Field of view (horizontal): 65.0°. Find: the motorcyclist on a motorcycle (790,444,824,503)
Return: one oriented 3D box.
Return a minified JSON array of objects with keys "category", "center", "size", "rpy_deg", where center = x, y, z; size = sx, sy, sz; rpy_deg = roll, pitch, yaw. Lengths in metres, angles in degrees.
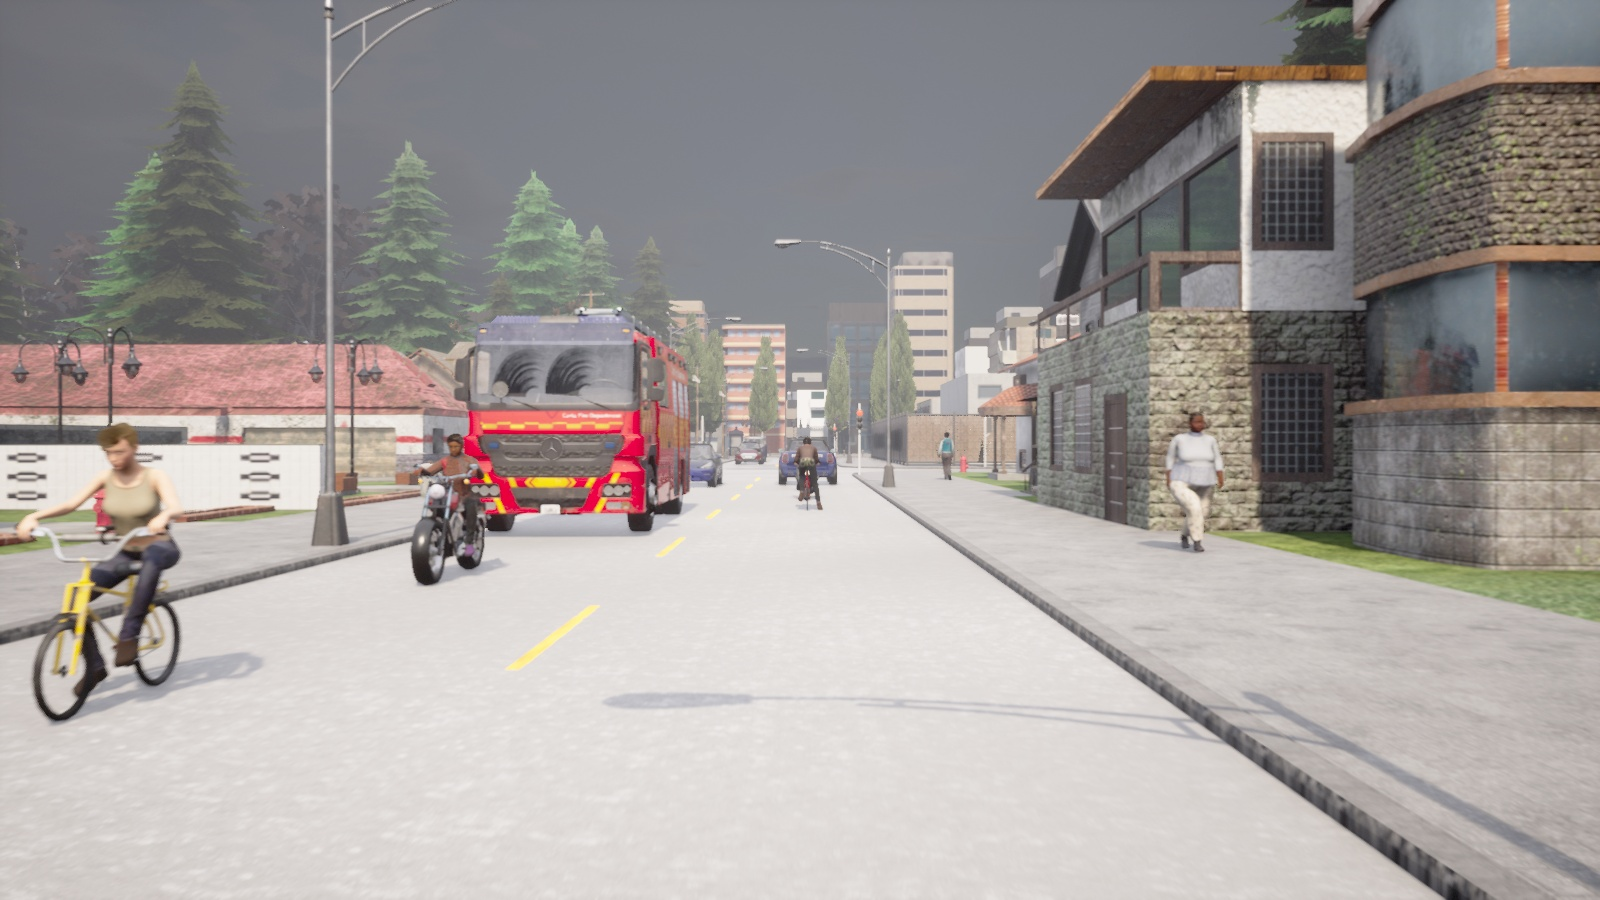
[{"category":"motorcyclist on a motorcycle","center":[0.191,0.594,33.320],"size":[0.866,1.530,2.191],"rpy_deg":[0,0,0]}]

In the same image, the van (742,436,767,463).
[{"category":"van","center":[-3.472,-0.050,96.989],"size":[1.775,1.987,4.442],"rpy_deg":[0,0,0]}]

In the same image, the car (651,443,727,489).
[{"category":"car","center":[-3.756,0.499,43.263],"size":[2.163,1.488,4.792],"rpy_deg":[0,0,0]}]

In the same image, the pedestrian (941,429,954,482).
[{"category":"pedestrian","center":[5.481,0.197,46.746],"size":[0.396,1.930,0.692],"rpy_deg":[0,0,0]}]

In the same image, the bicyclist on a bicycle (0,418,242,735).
[{"category":"bicyclist on a bicycle","center":[-3.946,0.640,7.137],"size":[0.866,1.612,1.509],"rpy_deg":[0,0,0]}]

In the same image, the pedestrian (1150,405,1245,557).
[{"category":"pedestrian","center":[4.985,0.371,15.800],"size":[0.874,1.855,0.900],"rpy_deg":[0,0,-3]}]

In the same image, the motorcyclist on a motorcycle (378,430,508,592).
[{"category":"motorcyclist on a motorcycle","center":[-3.911,0.615,13.975],"size":[0.766,1.649,2.350],"rpy_deg":[0,0,0]}]

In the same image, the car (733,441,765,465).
[{"category":"car","center":[-3.528,0.179,87.855],"size":[2.033,1.649,4.856],"rpy_deg":[0,0,0]}]

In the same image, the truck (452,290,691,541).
[{"category":"truck","center":[-3.860,-0.553,23.443],"size":[2.891,3.827,8.468],"rpy_deg":[0,0,0]}]

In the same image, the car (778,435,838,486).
[{"category":"car","center":[0.267,0.346,45.973],"size":[2.097,1.767,4.553],"rpy_deg":[0,0,0]}]
